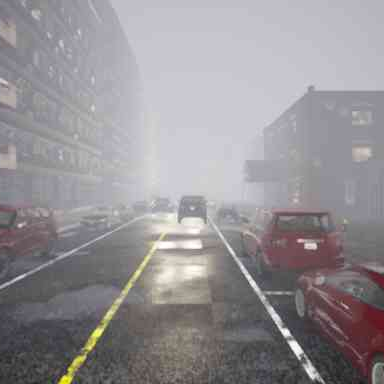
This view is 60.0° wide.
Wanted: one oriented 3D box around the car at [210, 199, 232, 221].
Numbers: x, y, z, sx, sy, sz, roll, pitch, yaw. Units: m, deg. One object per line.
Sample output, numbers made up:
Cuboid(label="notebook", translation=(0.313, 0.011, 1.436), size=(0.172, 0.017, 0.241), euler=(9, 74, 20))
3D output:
Cuboid(label="car", translation=(2.682, 1.548, 26.558), size=(2.008, 1.369, 4.403), euler=(0, 0, 0))

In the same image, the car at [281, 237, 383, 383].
Cuboid(label="car", translation=(2.691, 1.580, 4.401), size=(1.802, 1.307, 4.206), euler=(0, 0, 0))

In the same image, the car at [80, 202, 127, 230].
Cuboid(label="car", translation=(-5.697, 1.547, 21.015), size=(2.008, 1.369, 4.403), euler=(0, 0, 0))

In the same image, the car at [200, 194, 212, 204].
Cuboid(label="car", translation=(2.667, 1.341, 65.332), size=(2.192, 1.841, 5.009), euler=(0, 0, 0))

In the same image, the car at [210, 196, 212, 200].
Cuboid(label="car", translation=(2.673, 1.534, 48.885), size=(1.752, 1.417, 4.829), euler=(0, 0, 0))

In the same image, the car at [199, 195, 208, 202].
Cuboid(label="car", translation=(2.662, 1.484, 76.411), size=(1.967, 1.590, 4.097), euler=(0, 0, 0))

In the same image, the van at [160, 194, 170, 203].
Cuboid(label="van", translation=(-5.717, 1.375, 70.868), size=(1.690, 1.788, 3.998), euler=(0, 0, 0))

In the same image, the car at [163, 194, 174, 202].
Cuboid(label="car", translation=(-5.721, 1.369, 81.947), size=(2.192, 1.841, 5.009), euler=(0, 0, 0))

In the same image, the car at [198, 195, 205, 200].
Cuboid(label="car", translation=(2.655, 1.515, 93.029), size=(1.967, 1.590, 4.097), euler=(0, 0, 0))

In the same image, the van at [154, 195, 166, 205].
Cuboid(label="van", translation=(-5.712, 1.360, 59.791), size=(1.690, 1.788, 3.998), euler=(0, 0, 0))

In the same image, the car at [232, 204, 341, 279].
Cuboid(label="car", translation=(2.690, 1.312, 9.940), size=(2.192, 1.841, 5.009), euler=(0, 0, 0))

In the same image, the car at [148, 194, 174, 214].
Cuboid(label="car", translation=(-3.044, 1.352, 35.473), size=(2.097, 1.767, 4.553), euler=(0, 0, 1))

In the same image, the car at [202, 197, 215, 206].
Cuboid(label="car", translation=(2.670, 1.564, 54.254), size=(2.008, 1.369, 4.403), euler=(0, 0, 0))

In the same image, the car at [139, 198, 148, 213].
Cuboid(label="car", translation=(-5.703, 1.547, 37.633), size=(1.887, 1.381, 4.507), euler=(0, 0, 0))

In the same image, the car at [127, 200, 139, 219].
Cuboid(label="car", translation=(-5.699, 1.523, 26.384), size=(1.752, 1.417, 4.829), euler=(0, 0, 0))

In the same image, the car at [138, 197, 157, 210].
Cuboid(label="car", translation=(-5.705, 1.445, 43.171), size=(1.967, 1.590, 4.097), euler=(0, 0, 0))

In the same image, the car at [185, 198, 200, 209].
Cuboid(label="car", translation=(0.075, 1.571, 45.915), size=(1.994, 1.385, 4.181), euler=(0, 0, 0))

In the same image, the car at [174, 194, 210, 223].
Cuboid(label="car", translation=(0.047, 1.220, 25.780), size=(2.150, 2.045, 5.566), euler=(0, 0, 1))

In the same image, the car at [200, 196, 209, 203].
Cuboid(label="car", translation=(2.664, 1.560, 71.041), size=(1.752, 1.417, 4.829), euler=(0, 0, 0))

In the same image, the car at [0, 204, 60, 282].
Cuboid(label="car", translation=(-5.691, 1.312, 9.936), size=(2.192, 1.841, 5.009), euler=(0, 0, 0))

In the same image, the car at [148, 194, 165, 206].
Cuboid(label="car", translation=(-5.709, 1.329, 54.251), size=(2.192, 1.841, 5.009), euler=(0, 0, 0))
